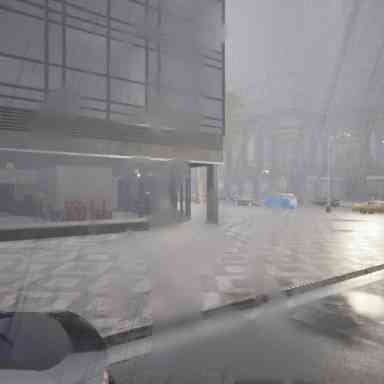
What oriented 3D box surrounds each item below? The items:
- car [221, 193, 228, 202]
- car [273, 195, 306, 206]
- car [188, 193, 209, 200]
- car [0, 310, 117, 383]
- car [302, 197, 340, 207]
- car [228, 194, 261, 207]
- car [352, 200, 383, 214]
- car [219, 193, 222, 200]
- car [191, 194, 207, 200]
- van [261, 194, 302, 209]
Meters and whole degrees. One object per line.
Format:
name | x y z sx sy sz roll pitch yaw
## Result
car | 7.793 1.073 58.151 2.008 1.369 4.403 1 0 -35
car | 14.267 1.223 48.966 1.887 1.381 4.507 1 0 -35
car | 1.320 0.910 67.333 2.008 1.369 4.403 1 0 -35
car | -2.733 1.491 1.426 4.902 1.511 2.128 0 0 -35
car | 17.502 1.315 44.375 1.947 1.339 4.313 1 0 -35
car | 7.303 1.230 44.047 2.008 1.369 4.403 1 0 -35
car | 17.112 1.398 30.129 1.752 1.417 4.829 1 0 -35
car | 4.558 0.880 62.742 1.967 1.590 4.097 1 0 -35
car | 0.927 1.051 53.095 1.752 1.417 4.829 1 0 -35
van | 10.541 1.090 39.455 1.690 1.788 3.998 1 0 -35
